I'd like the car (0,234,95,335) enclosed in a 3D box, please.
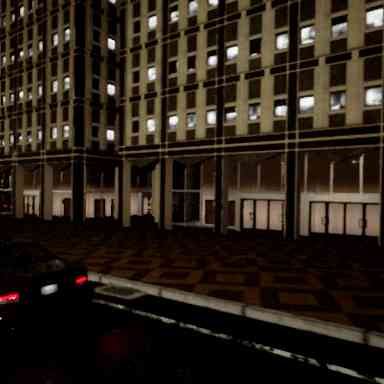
[{"bbox_3d":[-4.230,1.584,6.676,5.357,1.411,2.033,-1,0,37],"label":"car"}]
